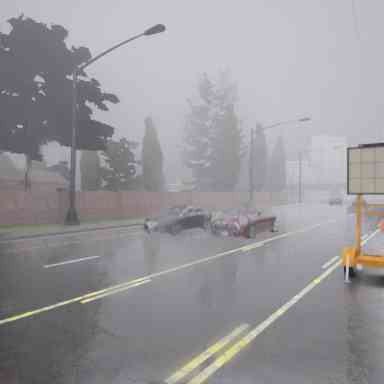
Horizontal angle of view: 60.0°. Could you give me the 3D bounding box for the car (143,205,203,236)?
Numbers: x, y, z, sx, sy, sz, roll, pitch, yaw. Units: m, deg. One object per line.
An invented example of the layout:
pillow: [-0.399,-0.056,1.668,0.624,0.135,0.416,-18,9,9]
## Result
car: [-0.648,1.503,18.609,2.128,1.511,4.902,0,0,35]

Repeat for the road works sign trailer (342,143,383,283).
road works sign trailer: [5.474,0.470,8.861,2.380,3.560,2.880,0,0,35]

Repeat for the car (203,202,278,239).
car: [2.823,1.363,17.468,2.097,1.767,4.553,0,0,35]

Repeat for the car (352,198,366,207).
car: [25.884,1.574,51.386,2.033,1.411,5.357,0,0,30]

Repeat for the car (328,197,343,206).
car: [23.614,1.534,54.581,1.837,1.490,4.892,0,-1,29]
